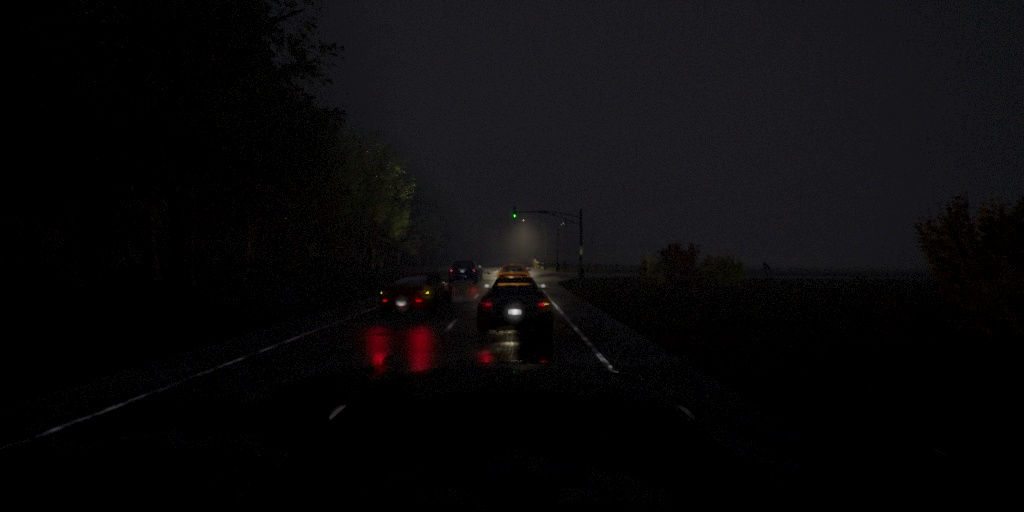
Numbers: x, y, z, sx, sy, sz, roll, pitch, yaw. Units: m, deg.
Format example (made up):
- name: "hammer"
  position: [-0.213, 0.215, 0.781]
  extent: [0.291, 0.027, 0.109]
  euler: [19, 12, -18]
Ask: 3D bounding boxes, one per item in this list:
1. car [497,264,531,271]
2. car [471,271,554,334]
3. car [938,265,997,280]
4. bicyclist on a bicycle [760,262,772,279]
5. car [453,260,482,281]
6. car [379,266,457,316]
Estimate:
- name: "car"
  position: [0.105, 1.218, 21.631]
  extent: [1.882, 1.535, 5.008]
  euler: [0, 0, 0]
- name: "car"
  position: [0.091, 1.310, 10.603]
  extent: [1.994, 1.385, 4.181]
  euler: [0, 0, 1]
- name: "car"
  position: [48.668, 1.742, 38.216]
  extent: [4.902, 1.511, 2.128]
  euler: [1, -1, 1]
- name: "bicyclist on a bicycle"
  position: [24.291, 1.386, 34.350]
  extent: [0.582, 1.620, 1.656]
  euler: [1, 0, 0]
- name: "car"
  position: [-3.408, 1.089, 26.805]
  extent: [2.097, 1.767, 4.553]
  euler: [0, 0, 0]
- name: "car"
  position: [-3.408, 1.270, 13.287]
  extent: [1.812, 1.442, 4.674]
  euler: [0, 0, 0]
